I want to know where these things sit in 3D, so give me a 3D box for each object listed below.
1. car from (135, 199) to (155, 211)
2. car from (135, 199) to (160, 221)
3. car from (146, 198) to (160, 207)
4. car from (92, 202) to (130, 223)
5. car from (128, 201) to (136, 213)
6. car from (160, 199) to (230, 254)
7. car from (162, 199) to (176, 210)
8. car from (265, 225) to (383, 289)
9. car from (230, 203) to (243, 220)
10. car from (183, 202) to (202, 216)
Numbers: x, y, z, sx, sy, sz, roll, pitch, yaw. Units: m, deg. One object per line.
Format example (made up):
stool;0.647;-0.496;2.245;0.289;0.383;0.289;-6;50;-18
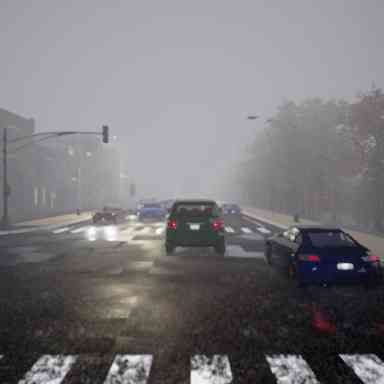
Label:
car;-6.545;1.720;46.531;2.128;1.511;4.902;0;0;0
car;-3.344;1.617;28.650;1.882;1.535;5.008;0;0;0
car;-6.561;1.782;56.623;1.837;1.490;4.892;0;0;0
car;-6.594;1.735;26.963;1.895;1.301;4.718;0;0;0
car;-6.600;1.728;36.616;2.033;1.411;5.357;0;0;0
car;0.122;1.288;13.857;2.150;2.045;5.566;0;0;0
car;-3.296;1.761;48.329;1.812;1.442;4.674;0;0;0
car;3.362;1.606;9.295;1.994;1.385;4.181;0;0;0
car;3.345;1.686;29.526;2.033;1.411;5.357;0;0;0
car;0.085;1.770;35.374;1.895;1.301;4.718;0;0;0
